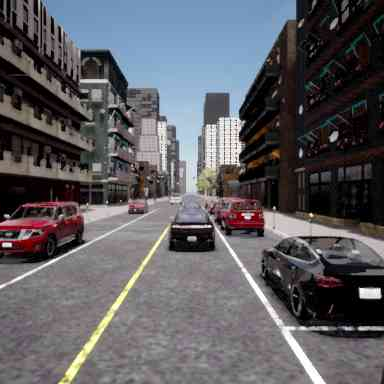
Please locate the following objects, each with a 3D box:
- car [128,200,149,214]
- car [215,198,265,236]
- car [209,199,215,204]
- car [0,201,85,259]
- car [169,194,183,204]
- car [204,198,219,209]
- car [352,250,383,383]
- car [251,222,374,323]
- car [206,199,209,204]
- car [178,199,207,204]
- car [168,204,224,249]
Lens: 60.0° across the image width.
[{"bbox_3d":[-5.687,1.554,35.429,1.887,1.381,4.507,0,0,0],"label":"car"},{"bbox_3d":[2.694,1.316,18.435,2.192,1.841,5.009,0,0,0],"label":"car"},{"bbox_3d":[2.693,1.317,24.101,2.192,1.841,5.009,0,0,0],"label":"car"},{"bbox_3d":[-5.686,1.315,12.771,2.192,1.841,5.009,0,0,0],"label":"car"},{"bbox_3d":[-3.000,1.374,63.621,2.150,2.045,5.566,0,0,0],"label":"car"},{"bbox_3d":[2.693,1.604,46.759,1.802,1.307,4.206,0,0,0],"label":"car"},{"bbox_3d":[2.694,1.438,1.440,1.967,1.590,4.097,0,0,0],"label":"car"},{"bbox_3d":[2.693,1.565,7.105,1.947,1.339,4.313,0,0,0],"label":"car"},{"bbox_3d":[2.693,1.450,35.429,1.967,1.590,4.097,0,0,0],"label":"car"},{"bbox_3d":[0.000,1.579,29.650,1.994,1.385,4.181,0,0,0],"label":"car"},{"bbox_3d":[0.000,1.496,14.649,2.128,1.511,4.902,0,0,0],"label":"car"}]
